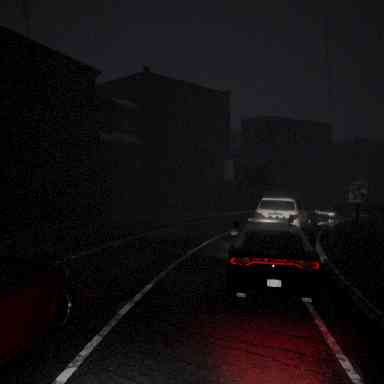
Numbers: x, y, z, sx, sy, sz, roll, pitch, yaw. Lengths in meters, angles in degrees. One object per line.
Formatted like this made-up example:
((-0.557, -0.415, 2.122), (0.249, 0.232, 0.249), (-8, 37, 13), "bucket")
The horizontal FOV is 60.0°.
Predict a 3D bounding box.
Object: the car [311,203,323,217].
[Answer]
((7.276, 1.576, 22.495), (1.837, 1.490, 4.892), (3, 1, 30), "car")

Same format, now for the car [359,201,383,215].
((21.298, 1.840, 39.016), (5.008, 1.535, 1.882), (2, 3, -33), "car")

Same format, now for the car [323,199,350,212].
((17.561, 1.612, 40.734), (4.674, 1.442, 1.812), (1, 3, -36), "car")

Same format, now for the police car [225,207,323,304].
((1.983, 1.426, 8.466), (1.930, 1.638, 5.238), (1, 0, 11), "police car")

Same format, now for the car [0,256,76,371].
((-3.151, 1.535, 4.088), (1.994, 1.385, 4.181), (0, 0, 6), "car")

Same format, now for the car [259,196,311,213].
((4.778, 1.254, 17.416), (2.150, 2.045, 5.566), (2, 0, 23), "car")
